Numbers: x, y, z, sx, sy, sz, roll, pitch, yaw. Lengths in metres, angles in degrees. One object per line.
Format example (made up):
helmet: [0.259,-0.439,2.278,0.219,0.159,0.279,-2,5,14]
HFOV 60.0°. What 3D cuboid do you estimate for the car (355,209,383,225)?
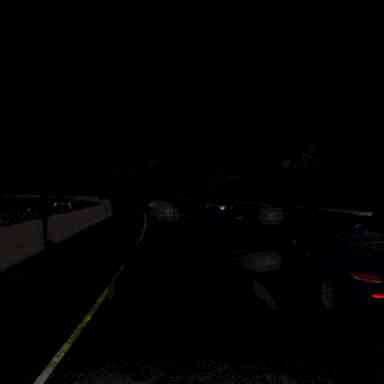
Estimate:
car: [9.826,1.471,15.947,1.882,1.535,5.008,0,0,-5]

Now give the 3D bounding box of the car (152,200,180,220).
car: [-2.104,1.580,28.133,1.994,1.385,4.181,0,0,-8]

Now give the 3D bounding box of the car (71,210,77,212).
car: [-14.702,1.391,38.770,2.097,1.767,4.553,0,0,-11]

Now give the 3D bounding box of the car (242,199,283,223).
car: [5.296,1.530,25.723,1.812,1.442,4.674,0,0,-7]

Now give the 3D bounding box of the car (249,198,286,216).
car: [7.606,1.482,34.022,1.882,1.535,5.008,0,0,-9]

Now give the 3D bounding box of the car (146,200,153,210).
car: [-4.781,1.628,42.773,1.895,1.301,4.718,0,0,-12]

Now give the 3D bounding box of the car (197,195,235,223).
car: [1.768,1.231,25.900,2.150,2.045,5.566,0,0,-7]

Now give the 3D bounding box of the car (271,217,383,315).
car: [3.351,1.524,7.435,1.812,1.442,4.674,0,0,-2]
